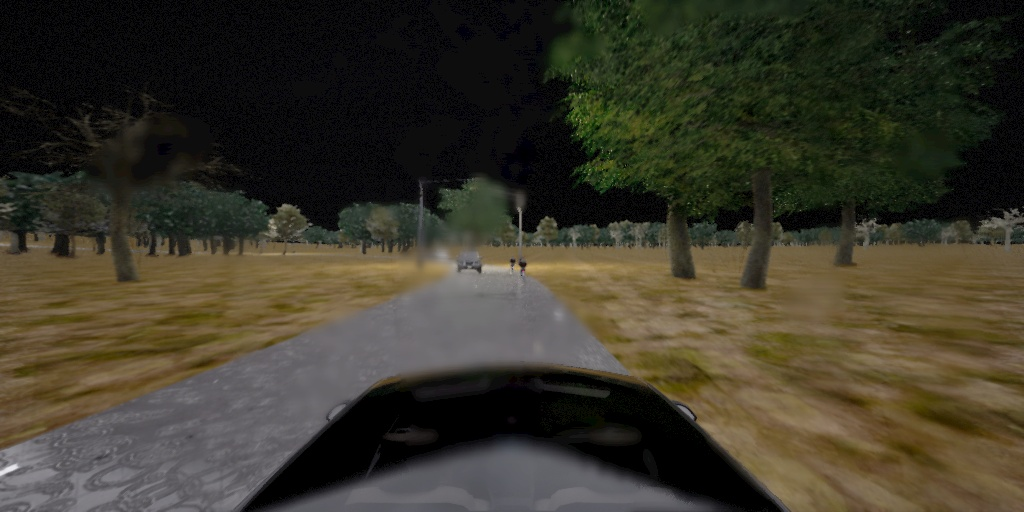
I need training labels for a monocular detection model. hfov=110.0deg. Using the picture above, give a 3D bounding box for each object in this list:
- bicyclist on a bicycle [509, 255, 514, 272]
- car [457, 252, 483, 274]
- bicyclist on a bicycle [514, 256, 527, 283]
[{"bbox_3d":[0.034,0.792,33.517,0.659,1.776,1.843,1,1,-7],"label":"bicyclist on a bicycle"},{"bbox_3d":[-3.996,0.591,34.230,2.150,2.045,5.566,1,0,-7],"label":"car"},{"bbox_3d":[0.730,0.908,24.422,0.659,1.776,1.843,0,1,-3],"label":"bicyclist on a bicycle"}]
